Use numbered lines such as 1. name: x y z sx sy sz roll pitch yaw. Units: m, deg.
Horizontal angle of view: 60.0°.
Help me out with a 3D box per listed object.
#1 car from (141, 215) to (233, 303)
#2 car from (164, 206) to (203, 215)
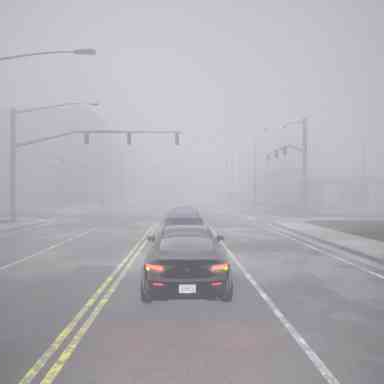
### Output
1. car: -0.145 1.526 8.111 1.812 1.442 4.674 0 0 -2
2. car: -0.430 1.478 17.160 1.882 1.535 5.008 0 0 -2
